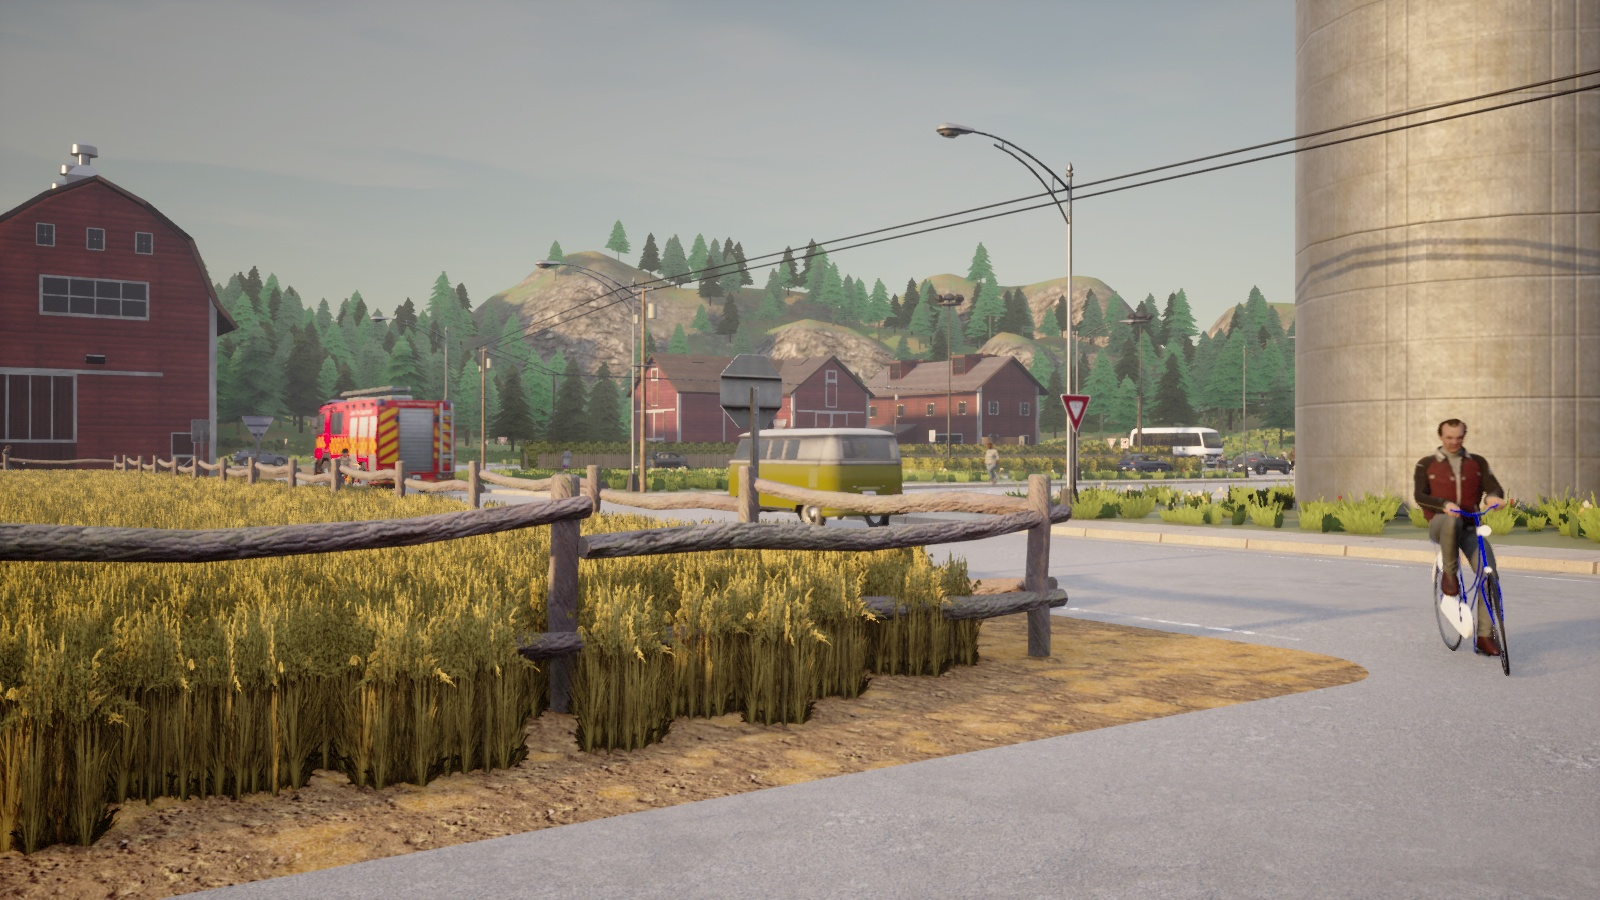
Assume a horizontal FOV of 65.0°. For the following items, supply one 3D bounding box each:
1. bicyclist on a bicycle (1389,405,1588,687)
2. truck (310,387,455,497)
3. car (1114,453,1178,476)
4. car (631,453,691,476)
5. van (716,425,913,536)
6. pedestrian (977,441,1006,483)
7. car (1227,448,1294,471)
[{"bbox_3d":[4.828,0.627,8.950,0.659,1.776,1.843,-4,-1,13],"label":"bicyclist on a bicycle"},{"bbox_3d":[-16.068,-0.269,47.854,2.891,3.827,8.468,0,0,-35],"label":"truck"},{"bbox_3d":[22.870,0.913,83.037,4.193,1.474,1.816,0,0,-35],"label":"car"},{"bbox_3d":[-9.491,0.953,85.721,3.705,1.549,1.789,0,0,-35],"label":"car"},{"bbox_3d":[0.177,0.558,24.910,1.775,1.987,4.442,0,0,-32],"label":"van"},{"bbox_3d":[8.388,0.517,55.104,0.900,1.855,0.874,0,0,-37],"label":"pedestrian"},{"bbox_3d":[33.206,0.674,90.477,5.027,1.651,2.152,0,0,-37],"label":"car"}]
